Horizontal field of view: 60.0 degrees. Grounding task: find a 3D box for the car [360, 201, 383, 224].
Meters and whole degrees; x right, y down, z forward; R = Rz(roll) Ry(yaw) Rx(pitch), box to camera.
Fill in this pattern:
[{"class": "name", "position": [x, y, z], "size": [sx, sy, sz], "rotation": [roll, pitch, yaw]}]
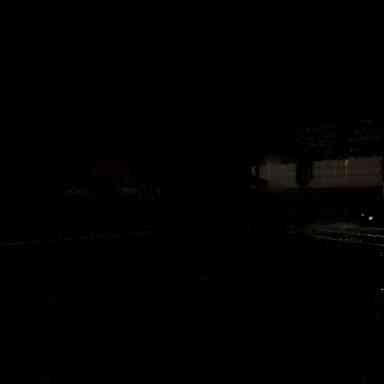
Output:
[{"class": "car", "position": [12.878, 1.324, 21.689], "size": [4.892, 1.490, 1.837], "rotation": [-1, 0, -35]}]
